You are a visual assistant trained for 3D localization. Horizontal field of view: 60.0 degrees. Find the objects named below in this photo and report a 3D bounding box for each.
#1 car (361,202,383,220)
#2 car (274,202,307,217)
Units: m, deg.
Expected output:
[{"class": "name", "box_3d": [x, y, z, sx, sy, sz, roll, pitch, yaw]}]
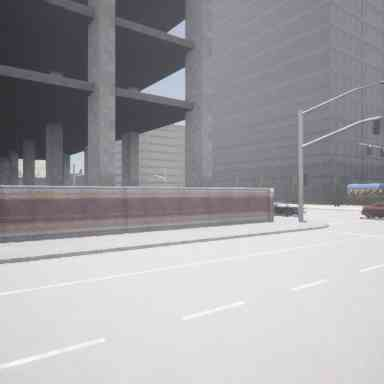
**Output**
[{"class": "car", "box_3d": [15.966, 1.525, 26.512, 1.812, 1.442, 4.674, 0, 0, -36]}, {"class": "car", "box_3d": [8.290, 1.601, 31.127, 1.895, 1.301, 4.718, 0, 0, -36]}]
